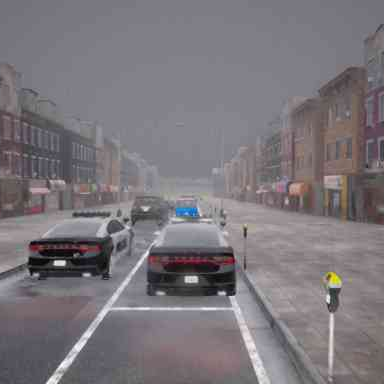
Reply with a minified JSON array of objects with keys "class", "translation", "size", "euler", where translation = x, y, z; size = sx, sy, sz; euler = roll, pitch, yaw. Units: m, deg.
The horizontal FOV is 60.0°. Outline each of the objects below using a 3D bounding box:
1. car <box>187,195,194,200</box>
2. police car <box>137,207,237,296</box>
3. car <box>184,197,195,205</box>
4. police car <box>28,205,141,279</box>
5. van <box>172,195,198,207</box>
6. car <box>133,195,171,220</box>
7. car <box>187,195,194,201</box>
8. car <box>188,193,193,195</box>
[{"class":"car","translation":[-0.397,1.541,91.932],"size":[1.947,1.339,4.313],"euler":[-1,0,0]},{"class":"police car","translation":[-0.012,1.421,8.762],"size":[1.930,1.638,5.238],"euler":[0,0,0]},{"class":"car","translation":[-0.397,1.562,58.737],"size":[1.802,1.307,4.206],"euler":[-1,0,0]},{"class":"police car","translation":[-3.018,1.421,10.181],"size":[1.930,1.638,5.238],"euler":[0,0,0]},{"class":"van","translation":[-0.403,1.332,25.542],"size":[1.690,1.788,3.998],"euler":[-1,0,0]},{"class":"car","translation":[-2.944,1.214,23.914],"size":[2.150,2.045,5.566],"euler":[0,0,0]},{"class":"car","translation":[-0.398,1.542,86.399],"size":[1.947,1.339,4.313],"euler":[-1,0,0]},{"class":"car","translation":[-0.404,1.302,36.607],"size":[2.192,1.841,5.009],"euler":[-1,0,0]}]
